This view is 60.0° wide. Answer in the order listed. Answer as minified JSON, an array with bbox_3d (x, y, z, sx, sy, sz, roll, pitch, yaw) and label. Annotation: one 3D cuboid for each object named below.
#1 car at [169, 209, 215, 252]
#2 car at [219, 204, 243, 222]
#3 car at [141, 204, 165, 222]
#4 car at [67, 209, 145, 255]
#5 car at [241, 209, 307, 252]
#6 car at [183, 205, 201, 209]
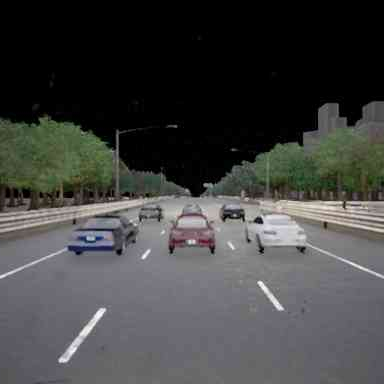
[{"bbox_3d":[0.003,1.665,14.394,1.812,1.442,4.674,0,0,0],"label":"car"},{"bbox_3d":[3.502,1.754,29.467,1.882,1.535,5.008,0,0,0],"label":"car"},{"bbox_3d":[-3.500,1.768,29.306,2.128,1.511,4.902,0,0,0],"label":"car"},{"bbox_3d":[-3.501,1.683,14.002,2.033,1.411,5.357,0,-1,0],"label":"car"},{"bbox_3d":[3.504,1.665,14.397,1.812,1.442,4.674,0,0,0],"label":"car"},{"bbox_3d":[-0.004,1.821,29.000,2.033,1.411,5.357,0,0,0],"label":"car"}]
